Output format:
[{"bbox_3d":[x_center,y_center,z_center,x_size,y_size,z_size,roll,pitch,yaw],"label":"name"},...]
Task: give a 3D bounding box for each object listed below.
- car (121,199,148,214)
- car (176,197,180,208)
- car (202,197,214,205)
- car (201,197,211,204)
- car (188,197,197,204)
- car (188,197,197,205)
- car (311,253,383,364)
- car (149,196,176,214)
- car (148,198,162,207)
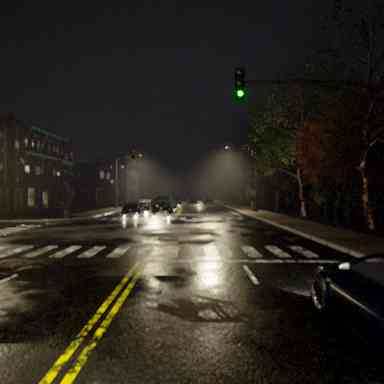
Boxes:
[{"bbox_3d":[-6.576,1.772,37.417,1.994,1.385,4.181,0,0,0],"label":"car"},{"bbox_3d":[-3.315,1.831,51.346,2.033,1.411,5.357,0,0,0],"label":"car"},{"bbox_3d":[3.393,1.864,68.047,2.128,1.511,4.902,0,0,0],"label":"car"},{"bbox_3d":[3.297,1.967,78.231,2.033,1.411,5.357,0,0,0],"label":"car"},{"bbox_3d":[0.049,1.958,79.458,2.128,1.511,4.902,0,0,0],"label":"car"},{"bbox_3d":[0.143,1.906,69.377,1.812,1.442,4.674,0,0,0],"label":"car"},{"bbox_3d":[3.341,1.593,5.021,1.994,1.385,4.181,0,0,1],"label":"car"},{"bbox_3d":[-3.327,1.436,38.612,2.150,2.045,5.566,0,0,0],"label":"car"},{"bbox_3d":[-6.538,1.850,58.965,1.812,1.442,4.674,0,0,0],"label":"car"}]
